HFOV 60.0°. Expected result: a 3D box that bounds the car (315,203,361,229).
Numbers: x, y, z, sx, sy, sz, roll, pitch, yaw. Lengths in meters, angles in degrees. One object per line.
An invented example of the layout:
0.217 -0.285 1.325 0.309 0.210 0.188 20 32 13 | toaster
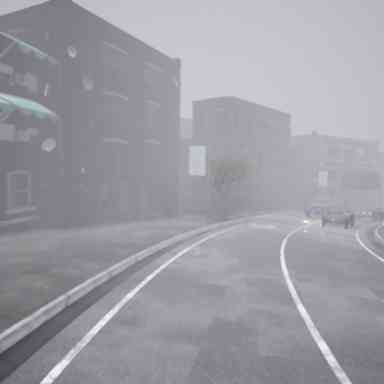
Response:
11.291 1.879 25.540 2.128 1.511 4.902 4 1 33 | car

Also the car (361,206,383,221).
19.142 2.216 35.145 5.357 1.411 2.033 2 2 -42 | car

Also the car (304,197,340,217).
13.492 1.559 34.089 2.150 2.045 5.566 5 2 42 | car
